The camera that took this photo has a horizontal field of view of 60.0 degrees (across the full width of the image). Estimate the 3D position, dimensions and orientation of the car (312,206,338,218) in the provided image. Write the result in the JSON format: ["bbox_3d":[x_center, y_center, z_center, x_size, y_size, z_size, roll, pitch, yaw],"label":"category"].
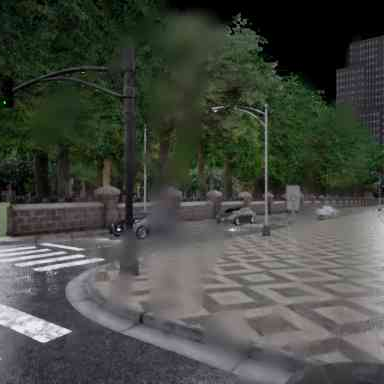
[{"bbox_3d":[17.014,2.464,41.894,1.812,1.442,4.674,0,-1,35],"label":"car"}]

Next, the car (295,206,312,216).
[{"bbox_3d":[15.651,2.587,45.375,1.895,1.301,4.718,0,-1,36],"label":"car"}]

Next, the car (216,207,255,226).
[{"bbox_3d":[3.879,2.063,28.908,1.837,1.490,4.892,0,-1,35],"label":"car"}]

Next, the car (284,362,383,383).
[{"bbox_3d":[2.349,1.551,1.281,4.403,1.369,2.008,0,0,36],"label":"car"}]

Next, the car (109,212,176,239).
[{"bbox_3d":[-2.781,1.887,19.520,1.994,1.385,4.181,0,-1,35],"label":"car"}]
